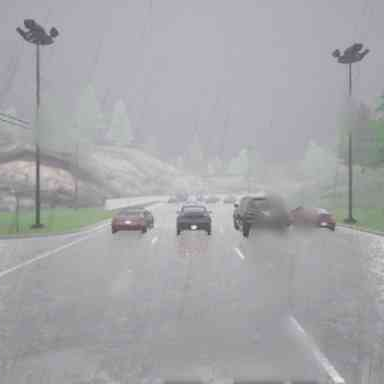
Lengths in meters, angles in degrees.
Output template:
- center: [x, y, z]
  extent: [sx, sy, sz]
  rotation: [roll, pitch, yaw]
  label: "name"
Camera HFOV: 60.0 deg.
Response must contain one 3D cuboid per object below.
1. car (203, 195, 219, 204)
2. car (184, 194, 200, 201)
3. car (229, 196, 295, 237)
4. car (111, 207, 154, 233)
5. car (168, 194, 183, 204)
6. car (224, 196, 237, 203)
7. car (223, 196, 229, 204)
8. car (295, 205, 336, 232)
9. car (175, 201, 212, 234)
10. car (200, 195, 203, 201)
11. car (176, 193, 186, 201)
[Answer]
- center: [3.520, 1.575, 62.251]
  extent: [2.033, 1.411, 5.357]
  rotation: [0, 0, 2]
  label: "car"
- center: [0.038, 1.554, 63.453]
  extent: [1.812, 1.442, 4.674]
  rotation: [0, 0, 2]
  label: "car"
- center: [3.603, 1.229, 18.233]
  extent: [2.150, 2.045, 5.566]
  rotation: [0, 0, 0]
  label: "car"
- center: [-3.398, 1.573, 19.689]
  extent: [1.994, 1.385, 4.181]
  rotation: [0, 0, 0]
  label: "car"
- center: [-3.467, 1.576, 63.066]
  extent: [2.033, 1.411, 5.357]
  rotation: [0, 0, 2]
  label: "car"
- center: [8.493, 1.524, 72.556]
  extent: [2.033, 1.411, 5.357]
  rotation: [0, 0, 17]
  label: "car"
- center: [7.026, 1.591, 62.695]
  extent: [1.994, 1.385, 4.181]
  rotation: [0, 0, 2]
  label: "car"
- center: [7.089, 1.534, 20.165]
  extent: [1.812, 1.442, 4.674]
  rotation: [0, 0, 0]
  label: "car"
- center: [0.102, 1.513, 19.173]
  extent: [1.837, 1.490, 4.892]
  rotation: [0, 0, 0]
  label: "car"
- center: [1.464, 1.425, 73.395]
  extent: [2.033, 1.411, 5.357]
  rotation: [0, 0, 17]
  label: "car"
- center: [-2.115, 1.252, 73.472]
  extent: [2.150, 2.045, 5.566]
  rotation: [0, 0, 17]
  label: "car"
